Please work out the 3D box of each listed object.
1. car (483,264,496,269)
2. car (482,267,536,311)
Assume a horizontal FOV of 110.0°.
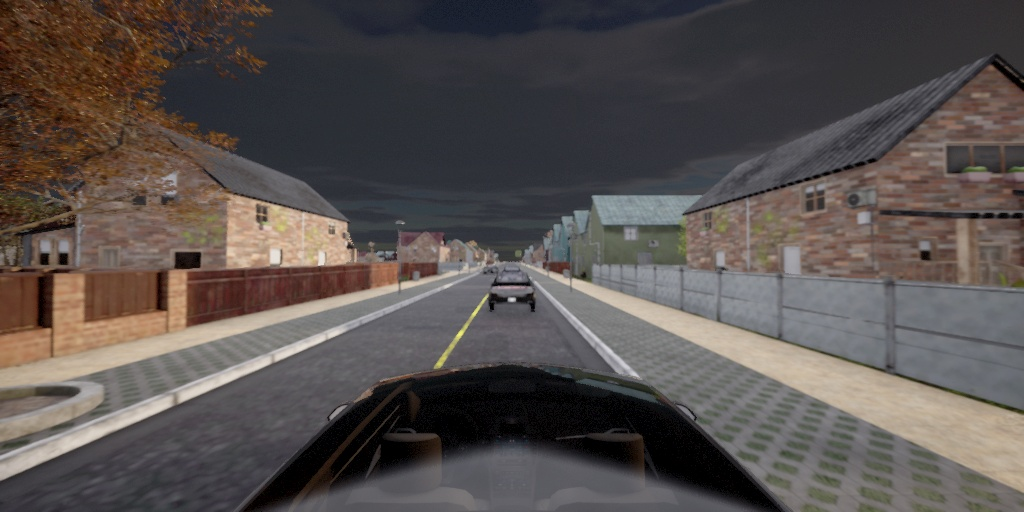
[{"bbox_3d":[-2.778,1.796,47.471,1.994,1.385,4.181,0,-1,1],"label":"car"},{"bbox_3d":[0.019,1.387,15.349,2.128,1.511,4.902,0,0,0],"label":"car"}]
